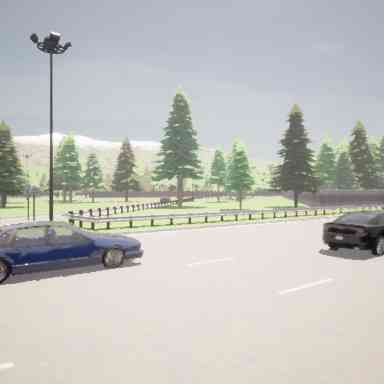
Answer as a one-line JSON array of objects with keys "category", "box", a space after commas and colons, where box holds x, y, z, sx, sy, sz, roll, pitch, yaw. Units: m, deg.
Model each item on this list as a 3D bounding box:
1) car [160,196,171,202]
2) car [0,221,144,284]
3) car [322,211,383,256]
[{"category": "car", "box": [-5.554, 1.525, 69.787, 1.812, 1.442, 4.674, 0, 0, 5]}, {"category": "car", "box": [-4.117, 1.547, 9.405, 5.357, 1.411, 2.033, 0, 0, -35]}, {"category": "car", "box": [7.202, 1.477, 13.157, 5.008, 1.535, 1.882, 0, 0, -35]}]
